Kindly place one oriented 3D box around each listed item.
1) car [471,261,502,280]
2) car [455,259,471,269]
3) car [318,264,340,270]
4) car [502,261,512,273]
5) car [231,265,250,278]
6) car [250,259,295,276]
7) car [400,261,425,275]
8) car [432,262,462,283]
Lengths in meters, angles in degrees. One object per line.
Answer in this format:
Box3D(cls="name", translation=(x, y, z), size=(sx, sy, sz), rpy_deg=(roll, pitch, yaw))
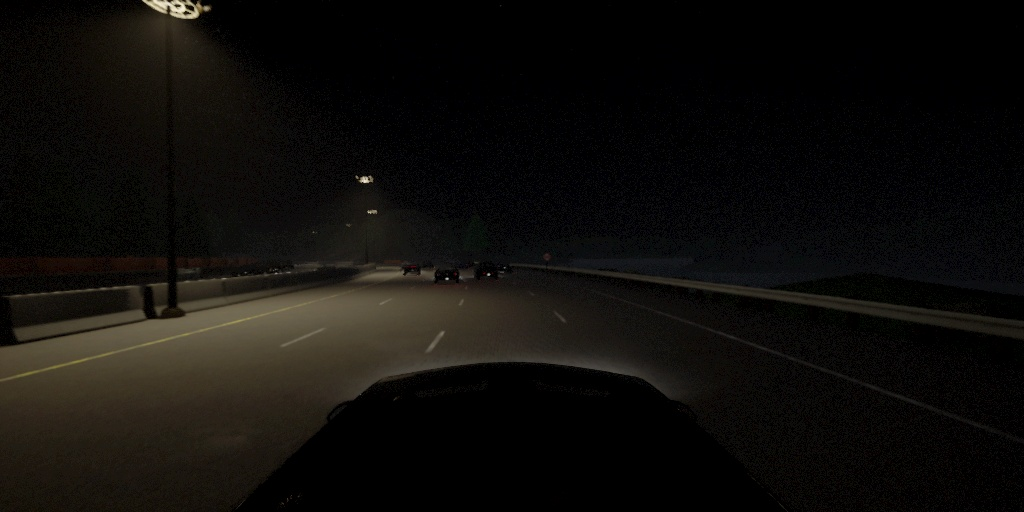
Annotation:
Box3D(cls="car", translation=(-2.430, 1.302, 32.711), size=(1.837, 1.490, 4.892), rpy_deg=(0, 0, -11))
Box3D(cls="car", translation=(-8.630, 1.445, 58.542), size=(2.033, 1.411, 5.357), rpy_deg=(-1, 0, -22))
Box3D(cls="car", translation=(-24.051, 1.723, 47.182), size=(1.895, 1.301, 4.718), rpy_deg=(-1, 0, -16))
Box3D(cls="car", translation=(-1.324, 1.348, 43.813), size=(1.994, 1.385, 4.181), rpy_deg=(-1, 0, -14))
Box3D(cls="car", translation=(-29.349, 1.702, 40.098), size=(1.837, 1.490, 4.892), rpy_deg=(-1, 0, -14))
Box3D(cls="car", translation=(-25.385, 1.356, 38.678), size=(2.150, 2.045, 5.566), rpy_deg=(-1, 0, -13))
Box3D(cls="car", translation=(-11.855, 1.431, 42.813), size=(2.128, 1.511, 4.902), rpy_deg=(-1, 0, -14))
Box3D(cls="car", translation=(-5.272, 1.438, 29.238), size=(1.895, 1.301, 4.718), rpy_deg=(-1, 0, -10))
